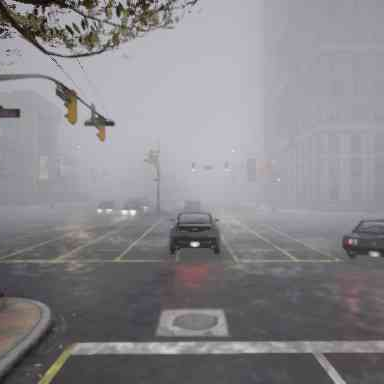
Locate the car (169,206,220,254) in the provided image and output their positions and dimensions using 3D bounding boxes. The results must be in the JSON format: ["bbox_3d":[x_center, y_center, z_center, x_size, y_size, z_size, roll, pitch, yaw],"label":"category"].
[{"bbox_3d":[0.099,1.524,13.670,1.837,1.490,4.892,0,0,0],"label":"car"}]

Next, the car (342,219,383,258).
[{"bbox_3d":[7.010,1.618,11.935,1.895,1.301,4.718,0,0,39],"label":"car"}]

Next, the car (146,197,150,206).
[{"bbox_3d":[-8.026,1.583,54.978,1.837,1.490,4.892,0,0,0],"label":"car"}]

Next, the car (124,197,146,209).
[{"bbox_3d":[-8.033,1.557,45.513,2.128,1.511,4.902,0,0,0],"label":"car"}]

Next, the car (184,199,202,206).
[{"bbox_3d":[0.097,1.547,38.783,2.128,1.511,4.902,0,0,0],"label":"car"}]

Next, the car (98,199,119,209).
[{"bbox_3d":[-11.523,1.630,46.164,1.994,1.385,4.181,0,0,0],"label":"car"}]
